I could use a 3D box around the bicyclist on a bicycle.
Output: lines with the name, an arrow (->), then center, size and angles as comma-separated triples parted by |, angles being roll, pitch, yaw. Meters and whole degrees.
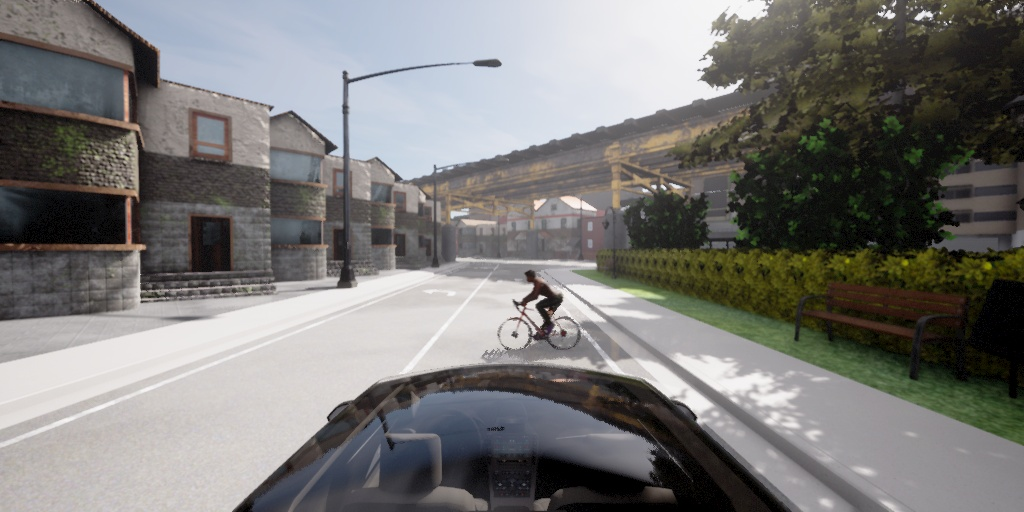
bicyclist on a bicycle -> 0.533, 1.085, 7.095 | 1.656, 1.620, 0.582 | -1, 1, 0
